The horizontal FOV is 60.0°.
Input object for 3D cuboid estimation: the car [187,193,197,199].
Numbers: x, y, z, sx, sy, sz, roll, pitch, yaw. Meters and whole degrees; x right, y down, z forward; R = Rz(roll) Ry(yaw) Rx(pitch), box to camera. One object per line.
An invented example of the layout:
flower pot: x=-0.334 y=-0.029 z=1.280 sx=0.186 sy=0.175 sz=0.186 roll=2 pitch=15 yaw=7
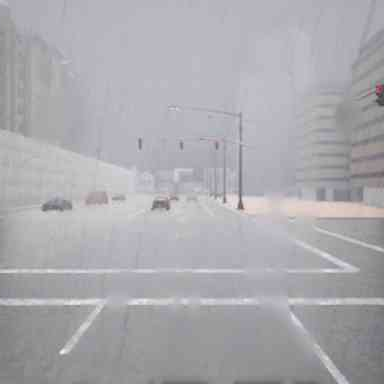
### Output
car: x=0.008 y=0.869 z=74.633 sx=2.033 sy=1.411 sz=5.357 roll=0 pitch=0 yaw=0

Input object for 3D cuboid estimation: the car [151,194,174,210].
car: x=-3.409 y=1.244 z=37.540 sx=1.812 sy=1.442 sz=4.674 roll=0 pitch=0 yaw=0

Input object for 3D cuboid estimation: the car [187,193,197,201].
car: x=0.007 y=0.997 z=64.216 sx=1.882 sy=1.535 sz=5.008 roll=0 pitch=0 yaw=0

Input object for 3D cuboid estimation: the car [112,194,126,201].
car: x=-14.005 y=1.067 z=64.032 sx=2.033 sy=1.411 sz=5.357 roll=0 pitch=1 yaw=0

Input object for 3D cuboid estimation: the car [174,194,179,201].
car: x=-3.489 y=1.113 z=65.148 sx=1.895 sy=1.301 sz=4.718 roll=0 pitch=0 yaw=0

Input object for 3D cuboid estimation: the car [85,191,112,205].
car: x=-14.067 y=0.842 z=49.379 sx=2.150 sy=2.045 sz=5.566 roll=0 pitch=2 yaw=1

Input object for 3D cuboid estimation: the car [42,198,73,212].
car: x=-14.090 y=1.301 z=34.975 sx=1.994 sy=1.385 sz=4.181 roll=0 pitch=1 yaw=0
